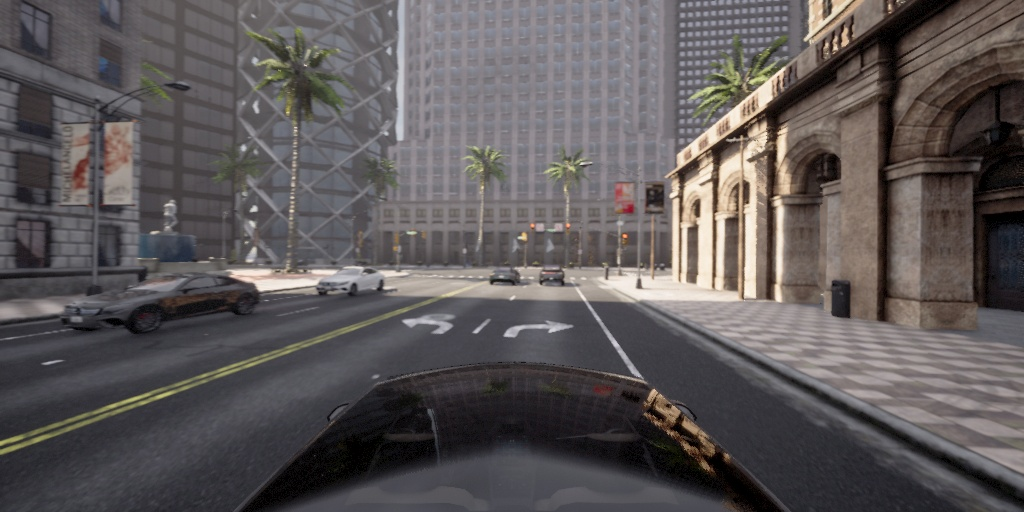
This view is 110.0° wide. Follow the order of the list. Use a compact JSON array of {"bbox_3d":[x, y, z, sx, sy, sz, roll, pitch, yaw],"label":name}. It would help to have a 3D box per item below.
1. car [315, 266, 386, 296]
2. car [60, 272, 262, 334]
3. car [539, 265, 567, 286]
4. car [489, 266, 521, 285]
[{"bbox_3d":[-8.565,1.287,19.559,1.812,1.442,4.674,1,0,7],"label":"car"},{"bbox_3d":[-9.755,1.227,10.577,1.812,1.442,4.674,1,-1,7],"label":"car"},{"bbox_3d":[3.088,1.397,27.371,2.128,1.511,4.902,1,0,8],"label":"car"},{"bbox_3d":[-0.489,1.436,27.491,1.994,1.385,4.181,1,0,7],"label":"car"}]
